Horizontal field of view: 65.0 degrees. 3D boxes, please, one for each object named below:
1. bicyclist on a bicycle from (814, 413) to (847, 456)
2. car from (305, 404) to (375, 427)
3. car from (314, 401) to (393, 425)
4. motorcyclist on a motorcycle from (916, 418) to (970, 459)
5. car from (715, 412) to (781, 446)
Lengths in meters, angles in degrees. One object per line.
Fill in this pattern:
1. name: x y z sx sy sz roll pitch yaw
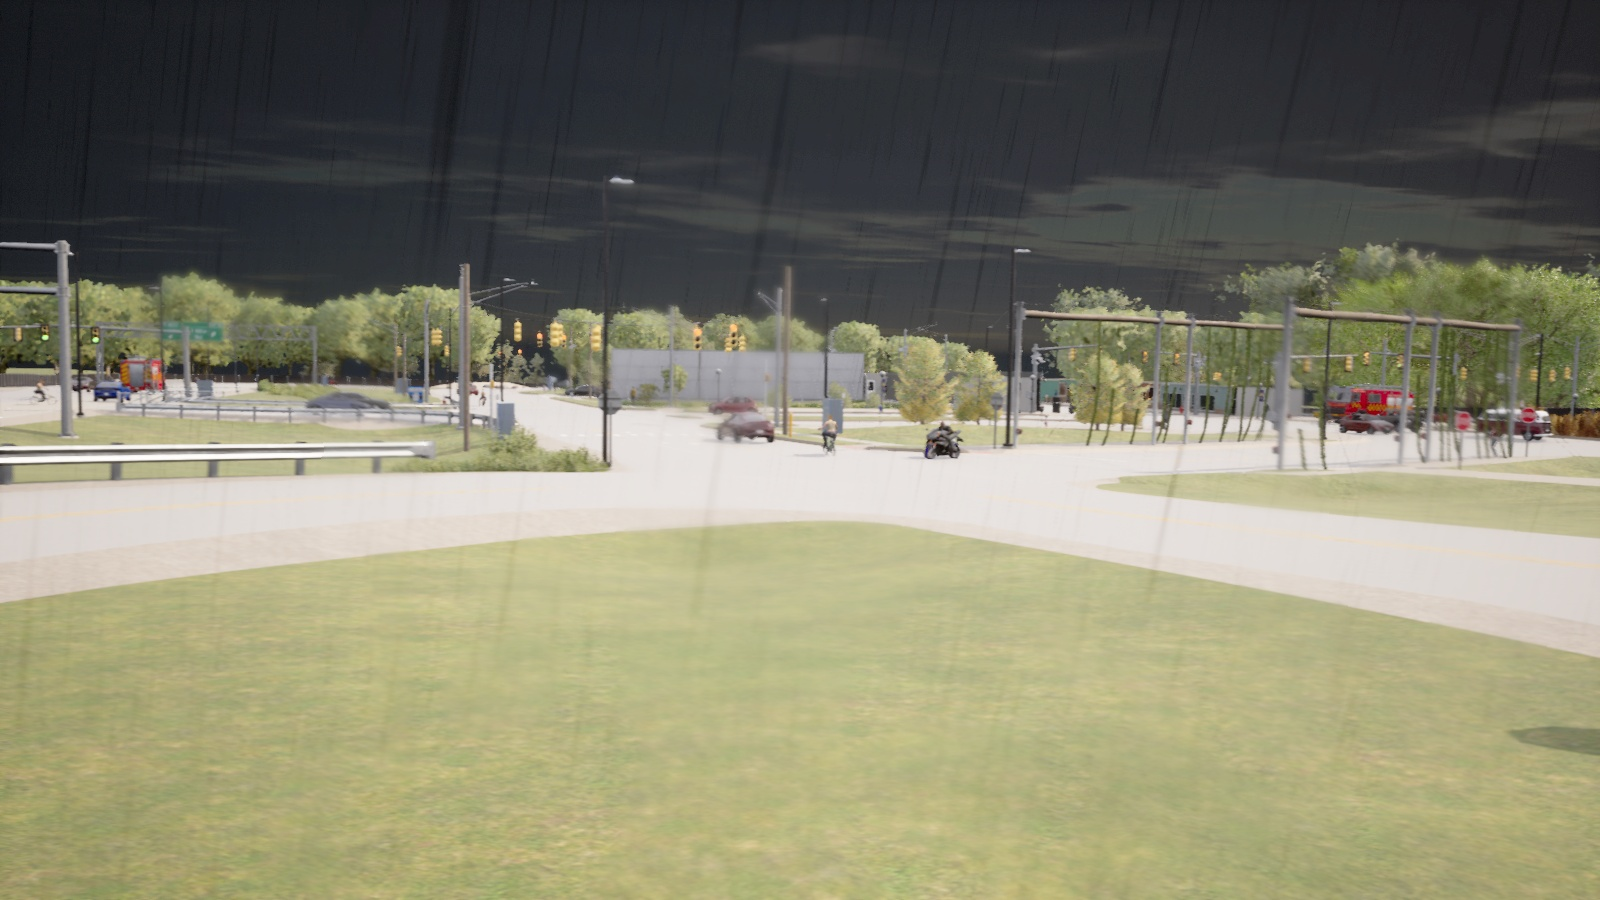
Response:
1. bicyclist on a bicycle: 1.186 -0.612 49.082 0.866 1.612 1.509 -2 3 -16
2. car: -29.643 -2.205 81.037 4.181 1.385 1.994 0 3 -17
3. car: -30.112 -2.498 84.668 4.892 1.490 1.837 -2 4 -21
4. motorcyclist on a motorcycle: 5.583 -0.468 48.963 0.866 1.530 2.191 5 5 44
5. car: -2.536 -1.046 59.969 1.812 1.442 4.674 -2 3 -20
